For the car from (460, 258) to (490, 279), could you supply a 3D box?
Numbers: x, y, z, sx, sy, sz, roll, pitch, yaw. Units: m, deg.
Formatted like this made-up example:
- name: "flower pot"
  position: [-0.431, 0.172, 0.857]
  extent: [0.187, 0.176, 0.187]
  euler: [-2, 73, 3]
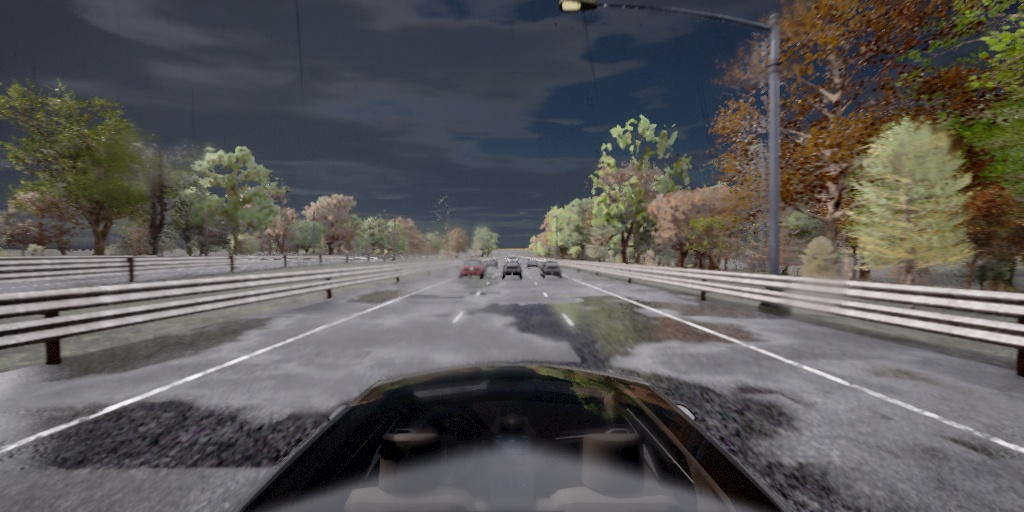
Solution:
- name: "car"
  position: [-3.462, 1.099, 32.990]
  extent: [2.097, 1.767, 4.553]
  euler: [0, 0, 1]

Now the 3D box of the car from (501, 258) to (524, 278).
- name: "car"
  position: [0.044, 1.255, 33.431]
  extent: [1.837, 1.490, 4.892]
  euler: [0, 1, 1]

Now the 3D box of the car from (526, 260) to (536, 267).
- name: "car"
  position: [3.576, 1.312, 63.957]
  extent: [1.994, 1.385, 4.181]
  euler: [0, 0, 0]

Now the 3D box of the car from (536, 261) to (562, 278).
- name: "car"
  position: [3.542, 1.255, 33.410]
  extent: [1.837, 1.490, 4.892]
  euler: [0, 1, 1]

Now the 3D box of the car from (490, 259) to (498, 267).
- name: "car"
  position: [-3.423, 1.239, 64.098]
  extent: [2.128, 1.511, 4.902]
  euler: [0, 0, 0]

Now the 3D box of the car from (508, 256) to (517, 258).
- name: "car"
  position: [0.080, 0.970, 63.932]
  extent: [2.150, 2.045, 5.566]
  euler: [0, 0, 0]
